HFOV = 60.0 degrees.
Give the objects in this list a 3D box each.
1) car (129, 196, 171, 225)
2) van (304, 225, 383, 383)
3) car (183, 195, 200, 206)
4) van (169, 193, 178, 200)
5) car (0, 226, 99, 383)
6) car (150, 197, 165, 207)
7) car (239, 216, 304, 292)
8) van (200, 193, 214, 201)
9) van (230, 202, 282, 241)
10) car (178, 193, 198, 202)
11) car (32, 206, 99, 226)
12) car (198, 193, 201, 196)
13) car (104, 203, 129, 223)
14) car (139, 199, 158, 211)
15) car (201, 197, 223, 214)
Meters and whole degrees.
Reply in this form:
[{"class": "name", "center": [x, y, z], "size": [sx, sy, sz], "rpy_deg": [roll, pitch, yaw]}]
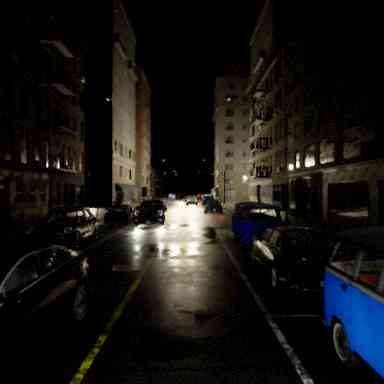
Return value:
[{"class": "car", "center": [-2.851, 1.360, 23.711], "size": [2.097, 1.767, 4.553], "rpy_deg": [0, 0, 0]}, {"class": "van", "center": [2.637, 1.341, 3.181], "size": [1.690, 1.788, 3.998], "rpy_deg": [0, 0, 0]}, {"class": "car", "center": [0.004, 1.625, 54.725], "size": [1.895, 1.301, 4.718], "rpy_deg": [0, 0, 0]}, {"class": "van", "center": [-5.419, 1.375, 90.253], "size": [1.690, 1.788, 3.998], "rpy_deg": [0, 0, 0]}, {"class": "car", "center": [-2.817, 1.492, 4.356], "size": [2.128, 1.511, 4.902], "rpy_deg": [0, 0, 0]}, {"class": "car", "center": [-5.394, 1.568, 52.779], "size": [1.887, 1.381, 4.507], "rpy_deg": [0, 0, 0]}, {"class": "car", "center": [2.636, 1.551, 8.692], "size": [2.008, 1.369, 4.403], "rpy_deg": [0, 0, 0]}, {"class": "van", "center": [2.631, 1.364, 52.779], "size": [1.690, 1.788, 3.998], "rpy_deg": [0, 0, 0]}, {"class": "van", "center": [2.635, 1.344, 14.202], "size": [1.690, 1.788, 3.998], "rpy_deg": [0, 0, 0]}, {"class": "car", "center": [-0.011, 1.456, 69.807], "size": [2.128, 1.511, 4.902], "rpy_deg": [0, 0, 43]}, {"class": "car", "center": [-5.390, 1.443, 14.201], "size": [1.967, 1.590, 4.097], "rpy_deg": [0, 0, 0]}, {"class": "car", "center": [2.630, 1.340, 58.291], "size": [2.192, 1.841, 5.009], "rpy_deg": [0, 0, 0]}, {"class": "car", "center": [-5.391, 1.560, 25.223], "size": [2.008, 1.369, 4.403], "rpy_deg": [0, 0, 0]}, {"class": "car", "center": [-5.393, 1.600, 41.756], "size": [1.802, 1.307, 4.206], "rpy_deg": [0, 0, 0]}, {"class": "car", "center": [2.222, 1.540, 35.106], "size": [1.812, 1.442, 4.674], "rpy_deg": [0, 0, 0]}]
